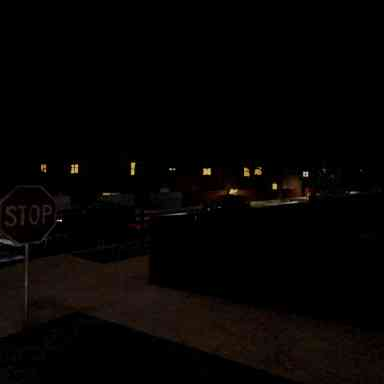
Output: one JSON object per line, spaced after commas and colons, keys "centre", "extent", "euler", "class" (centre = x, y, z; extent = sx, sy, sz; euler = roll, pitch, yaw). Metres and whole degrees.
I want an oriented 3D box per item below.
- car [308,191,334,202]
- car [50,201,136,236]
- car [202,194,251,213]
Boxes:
{"centre": [16.123, 0.585, 41.528], "extent": [1.994, 1.385, 4.181], "euler": [1, 2, 41], "class": "car"}
{"centre": [-5.086, 1.213, 16.832], "extent": [2.128, 1.511, 4.902], "euler": [1, 2, 41], "class": "car"}
{"centre": [2.772, 0.960, 26.018], "extent": [1.837, 1.490, 4.892], "euler": [1, 3, 41], "class": "car"}
